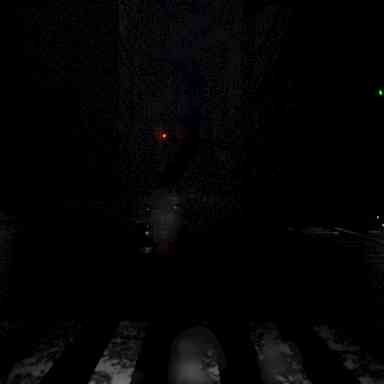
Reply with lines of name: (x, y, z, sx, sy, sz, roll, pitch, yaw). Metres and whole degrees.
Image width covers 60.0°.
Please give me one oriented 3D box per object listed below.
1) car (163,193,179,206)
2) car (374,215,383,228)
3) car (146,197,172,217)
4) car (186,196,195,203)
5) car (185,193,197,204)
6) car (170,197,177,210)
car: (-3.287, 1.233, 52.158, 2.150, 2.045, 5.566, 0, 0, 0)
car: (13.487, 1.661, 19.612, 4.718, 1.301, 1.895, 0, 1, 0)
car: (-3.222, 1.532, 31.607, 1.812, 1.442, 4.674, 0, 0, -1)
car: (-0.244, 1.615, 73.033, 1.895, 1.301, 4.718, 0, 0, 0)
car: (-0.123, 1.507, 62.585, 2.128, 1.511, 4.902, 0, 0, 0)
car: (-3.263, 1.610, 41.567, 1.895, 1.301, 4.718, 0, 0, 0)
